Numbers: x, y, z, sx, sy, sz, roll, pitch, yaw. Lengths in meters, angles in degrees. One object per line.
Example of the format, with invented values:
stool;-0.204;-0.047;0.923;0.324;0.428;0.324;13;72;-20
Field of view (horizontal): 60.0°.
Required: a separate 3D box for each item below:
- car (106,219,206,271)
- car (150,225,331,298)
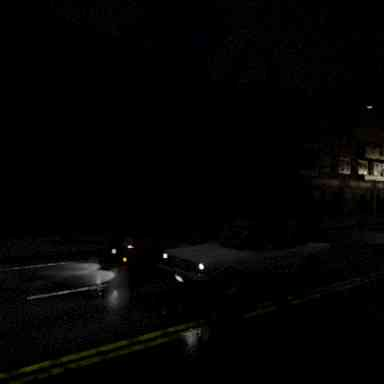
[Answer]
car;-0.715;1.611;11.159;4.181;1.385;1.994;1;0;-35
car;1.516;1.651;8.755;4.718;1.301;1.895;1;0;-36
